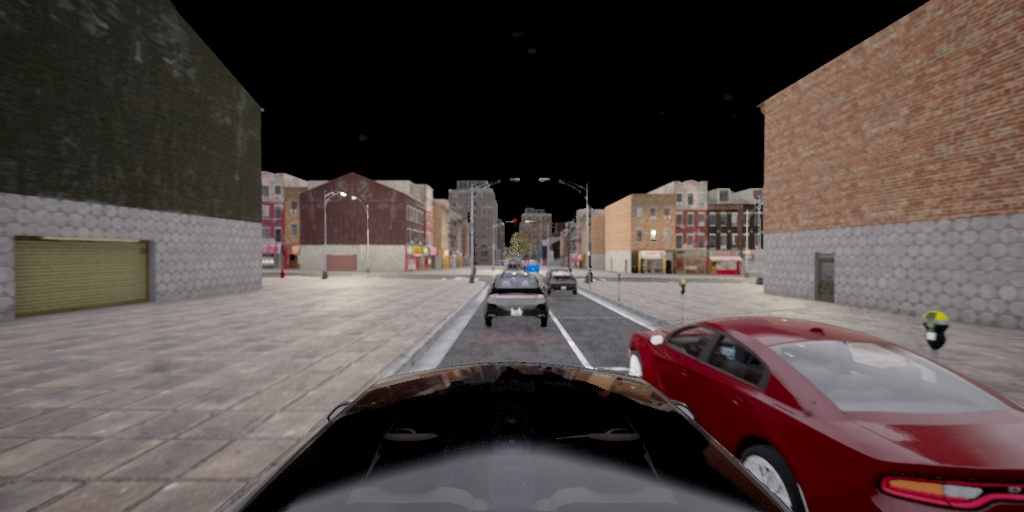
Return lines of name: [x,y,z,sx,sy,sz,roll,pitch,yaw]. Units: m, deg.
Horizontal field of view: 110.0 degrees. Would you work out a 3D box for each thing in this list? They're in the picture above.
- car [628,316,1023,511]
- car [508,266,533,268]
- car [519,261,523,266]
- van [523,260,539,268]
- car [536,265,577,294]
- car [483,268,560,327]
car: [2.640,1.306,3.814,1.888,1.381,4.507,0,0,0]
car: [0.170,1.479,21.818,1.895,1.301,4.718,0,0,1]
car: [2.759,1.557,58.223,2.192,1.841,5.009,0,0,0]
van: [2.736,1.461,47.643,1.690,1.789,3.998,0,0,0]
car: [2.677,1.420,20.689,2.007,1.370,4.403,0,0,0]
car: [0.121,1.297,11.777,2.128,1.511,4.902,0,-1,0]
